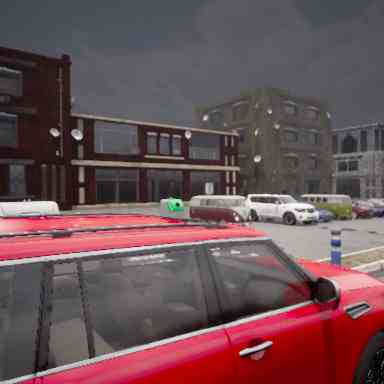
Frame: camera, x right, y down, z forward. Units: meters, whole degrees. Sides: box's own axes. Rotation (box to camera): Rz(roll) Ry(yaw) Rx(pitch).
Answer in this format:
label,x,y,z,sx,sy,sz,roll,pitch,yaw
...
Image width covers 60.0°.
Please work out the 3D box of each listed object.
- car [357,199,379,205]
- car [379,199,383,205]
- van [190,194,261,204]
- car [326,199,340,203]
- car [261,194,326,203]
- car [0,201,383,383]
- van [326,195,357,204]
label,x,y,z,sx,sy,sz,roll,pitch,yaw
car,12.790,1.452,28.635,2.097,1.535,5.008,0,0,-36
car,15.033,1.492,30.236,2.163,1.488,4.792,0,0,-36
van,1.748,1.225,20.385,1.878,1.987,4.442,0,0,-36
car,8.347,1.481,25.373,2.002,1.452,4.674,0,0,-36
car,6.140,1.189,23.715,2.435,2.045,5.566,0,0,-36
car,-0.274,1.220,2.943,5.566,2.045,2.150,0,0,-35
van,10.600,1.219,27.165,1.878,1.987,4.442,0,0,-36
